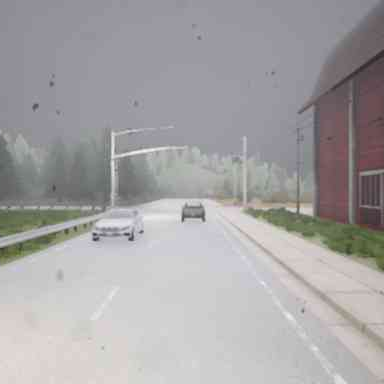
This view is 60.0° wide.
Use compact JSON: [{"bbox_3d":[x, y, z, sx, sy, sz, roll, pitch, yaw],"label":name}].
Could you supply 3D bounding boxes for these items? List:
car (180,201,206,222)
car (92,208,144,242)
[{"bbox_3d":[0.099,1.485,26.543,2.128,1.511,4.902,0,0,0],"label":"car"},{"bbox_3d":[-3.512,1.522,16.535,1.812,1.442,4.674,0,0,0],"label":"car"}]
